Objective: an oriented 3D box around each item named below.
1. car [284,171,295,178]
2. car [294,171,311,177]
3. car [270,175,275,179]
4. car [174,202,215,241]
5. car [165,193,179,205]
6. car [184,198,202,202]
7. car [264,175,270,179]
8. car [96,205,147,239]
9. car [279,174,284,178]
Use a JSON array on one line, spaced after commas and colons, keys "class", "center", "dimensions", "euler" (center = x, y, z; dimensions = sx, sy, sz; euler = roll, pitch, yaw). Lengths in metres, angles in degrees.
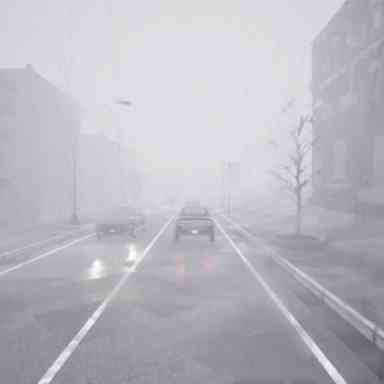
[{"class": "car", "center": [22.976, -3.805, 73.921], "dimensions": [2.185, 1.767, 4.553], "euler": [0, 1, -5]}, {"class": "car", "center": [23.591, -3.544, 68.230], "dimensions": [2.163, 1.488, 4.792], "euler": [0, 1, -6]}, {"class": "car", "center": [22.165, -3.844, 84.964], "dimensions": [2.002, 1.452, 4.674], "euler": [0, 1, -2]}, {"class": "car", "center": [0.115, 1.485, 16.661], "dimensions": [2.128, 1.511, 4.902], "euler": [0, 0, 0]}, {"class": "car", "center": [-3.485, 1.201, 58.749], "dimensions": [2.150, 2.045, 5.566], "euler": [0, 0, 1]}, {"class": "car", "center": [0.133, 1.475, 40.157], "dimensions": [2.128, 1.511, 4.902], "euler": [0, 0, 0]}, {"class": "car", "center": [21.936, -3.981, 90.506], "dimensions": [2.231, 1.521, 4.892], "euler": [0, 1, -1]}, {"class": "car", "center": [-3.584, 1.470, 17.495], "dimensions": [1.882, 1.535, 5.008], "euler": [0, 0, 0]}, {"class": "car", "center": [22.512, -3.781, 79.427], "dimensions": [2.097, 1.535, 5.008], "euler": [0, 1, -4]}]
